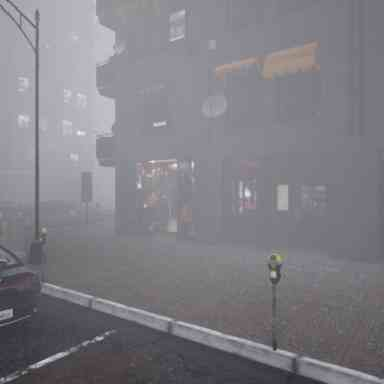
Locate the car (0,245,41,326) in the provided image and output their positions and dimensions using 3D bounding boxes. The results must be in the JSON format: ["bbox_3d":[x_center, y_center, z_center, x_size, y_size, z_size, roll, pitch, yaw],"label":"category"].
[{"bbox_3d":[-4.503,1.551,6.078,4.403,1.369,2.008,0,0,35],"label":"car"}]

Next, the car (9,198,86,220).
[{"bbox_3d":[-11.054,1.278,25.915,1.837,1.490,4.892,0,2,35],"label":"car"}]

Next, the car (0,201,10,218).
[{"bbox_3d":[-14.082,1.348,26.081,2.008,1.369,4.403,1,1,35],"label":"car"}]

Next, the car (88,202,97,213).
[{"bbox_3d":[-10.996,1.248,30.508,1.752,1.417,4.829,1,1,35],"label":"car"}]
